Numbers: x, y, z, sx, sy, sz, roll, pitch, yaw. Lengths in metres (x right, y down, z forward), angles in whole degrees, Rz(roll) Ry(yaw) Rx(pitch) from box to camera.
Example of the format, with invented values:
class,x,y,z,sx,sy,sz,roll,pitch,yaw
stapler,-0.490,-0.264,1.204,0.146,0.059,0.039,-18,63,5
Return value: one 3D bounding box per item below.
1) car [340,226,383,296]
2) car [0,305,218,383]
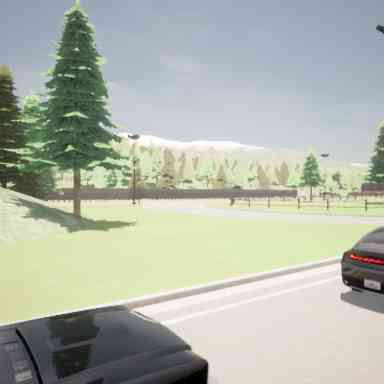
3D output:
class,x,y,z,sx,sy,sz,roll,pitch,yaw
car,5.393,1.504,7.688,4.892,1.490,1.837,0,0,-35
car,-2.105,1.601,2.248,4.718,1.301,1.895,0,0,-35
